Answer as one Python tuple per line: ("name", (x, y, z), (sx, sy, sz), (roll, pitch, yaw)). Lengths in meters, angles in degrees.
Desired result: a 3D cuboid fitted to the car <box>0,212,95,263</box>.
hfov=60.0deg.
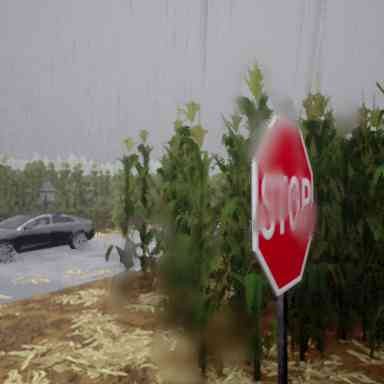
("car", (-5.877, 1.525, 12.264), (2.128, 1.511, 4.902), (0, 0, 33))
